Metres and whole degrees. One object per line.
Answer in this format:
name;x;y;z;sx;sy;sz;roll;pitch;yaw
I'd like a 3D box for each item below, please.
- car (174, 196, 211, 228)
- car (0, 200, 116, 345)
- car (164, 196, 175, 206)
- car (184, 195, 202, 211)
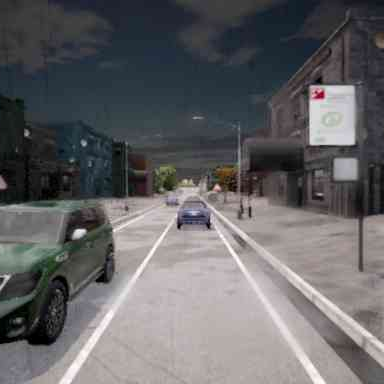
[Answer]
car;0.112;1.338;22.053;2.097;1.767;4.553;0;0;0
car;-3.095;1.220;6.728;2.150;2.045;5.566;0;0;0
car;-3.031;1.405;51.160;1.812;1.442;4.674;0;0;1
car;0.122;1.288;39.754;2.097;1.767;4.553;0;0;0
